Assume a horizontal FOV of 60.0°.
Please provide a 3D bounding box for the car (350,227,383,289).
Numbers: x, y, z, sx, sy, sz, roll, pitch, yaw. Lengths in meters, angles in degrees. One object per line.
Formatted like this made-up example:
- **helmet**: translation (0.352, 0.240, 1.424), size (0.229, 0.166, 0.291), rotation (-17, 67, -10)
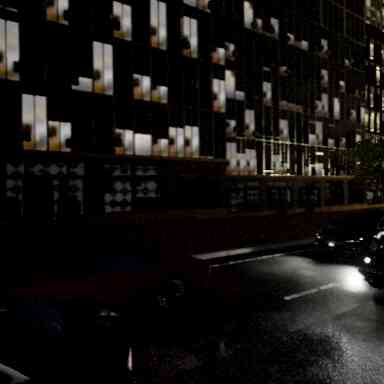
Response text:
- **car**: translation (6.012, 1.570, 7.934), size (4.718, 1.301, 1.895), rotation (0, 0, -35)

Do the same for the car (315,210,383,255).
- **car**: translation (6.552, 1.465, 12.290), size (4.892, 1.490, 1.837), rotation (0, 0, -35)

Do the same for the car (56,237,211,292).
- **car**: translation (-2.013, 1.595, 6.237), size (4.718, 1.301, 1.895), rotation (0, 0, -35)

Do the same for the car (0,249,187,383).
- **car**: translation (-2.634, 1.496, 1.804), size (4.902, 1.511, 2.128), rotation (0, 0, -36)
